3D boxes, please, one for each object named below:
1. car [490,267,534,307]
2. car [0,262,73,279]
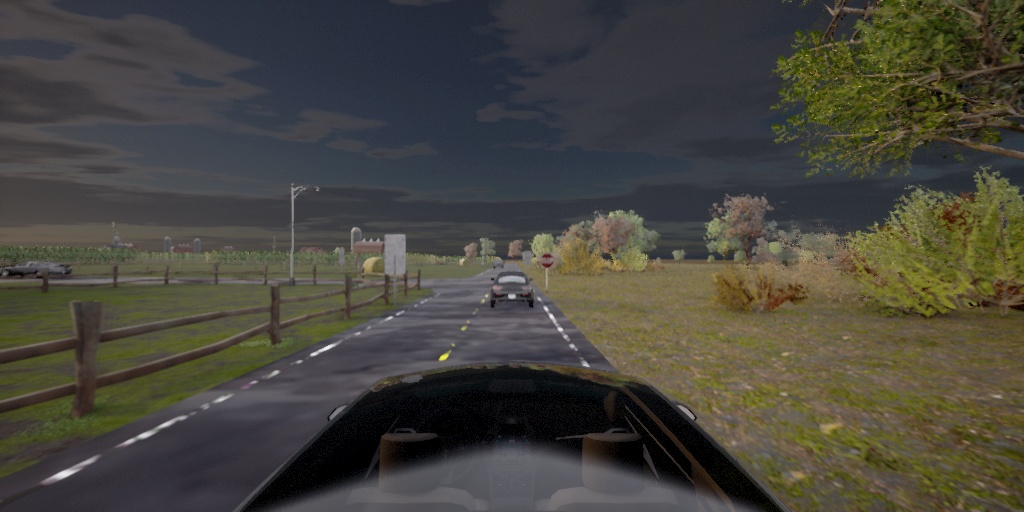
[{"bbox_3d":[0.000,1.413,16.217,1.812,1.442,4.674,0,0,0],"label":"car"},{"bbox_3d":[-42.371,1.237,31.950,4.902,1.511,2.128,1,0,0],"label":"car"}]
